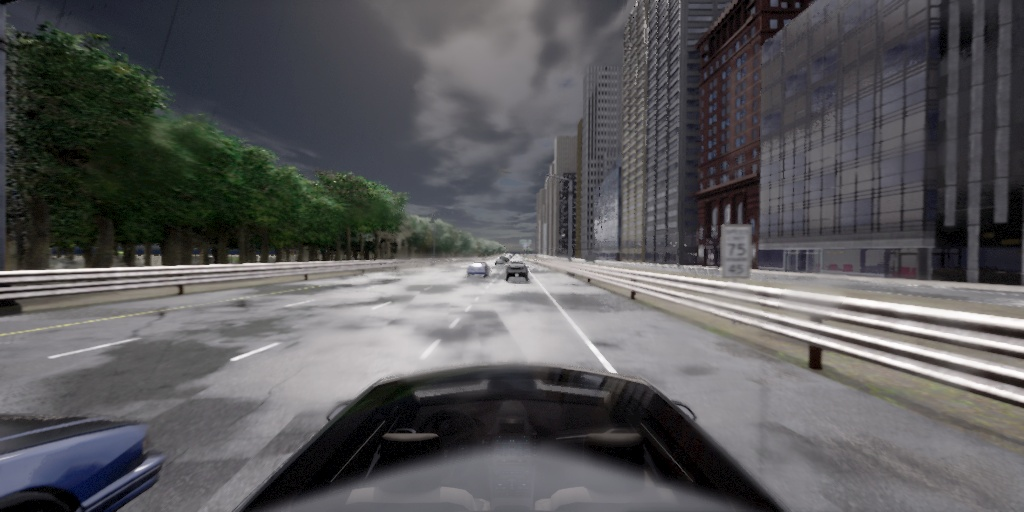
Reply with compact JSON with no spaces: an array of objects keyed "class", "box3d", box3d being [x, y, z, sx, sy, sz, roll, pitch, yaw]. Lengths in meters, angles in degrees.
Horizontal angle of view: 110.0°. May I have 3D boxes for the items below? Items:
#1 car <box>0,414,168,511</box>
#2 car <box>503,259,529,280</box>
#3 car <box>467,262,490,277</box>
[{"class":"car","box3d":[-3.579,1.269,0.211,2.033,1.411,5.357,0,0,1]},{"class":"car","box3d":[0.417,1.250,30.964,1.837,1.490,4.892,1,0,1]},{"class":"car","box3d":[-3.147,1.262,34.339,2.033,1.411,5.357,0,0,1]}]
